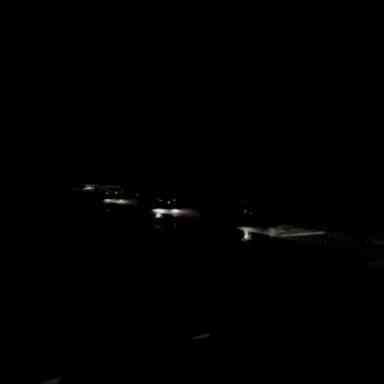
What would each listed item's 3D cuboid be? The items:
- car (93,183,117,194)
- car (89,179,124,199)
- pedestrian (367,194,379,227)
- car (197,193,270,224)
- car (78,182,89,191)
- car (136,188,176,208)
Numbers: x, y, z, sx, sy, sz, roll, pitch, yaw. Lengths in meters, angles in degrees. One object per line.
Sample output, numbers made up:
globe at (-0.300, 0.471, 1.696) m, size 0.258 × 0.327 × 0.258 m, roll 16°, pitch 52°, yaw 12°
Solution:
car at (-12.979, -0.557, 49.384) m, size 2.128 × 1.511 × 4.902 m, roll 1°, pitch 2°, yaw -32°
car at (-9.563, -0.383, 37.980) m, size 2.150 × 2.045 × 5.566 m, roll 2°, pitch 2°, yaw -32°
pedestrian at (10.104, 1.017, 18.584) m, size 0.375 × 1.860 × 0.375 m, roll 4°, pitch -2°, yaw -32°
car at (2.267, 0.867, 19.141) m, size 1.882 × 1.535 × 5.008 m, roll 1°, pitch 2°, yaw -33°
car at (-18.517, -1.029, 58.186) m, size 2.128 × 1.511 × 4.902 m, roll 1°, pitch 2°, yaw -32°
car at (-3.044, 0.452, 27.564) m, size 1.837 × 1.490 × 4.892 m, roll 1°, pitch 2°, yaw -32°
